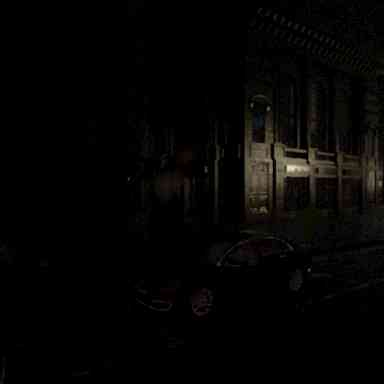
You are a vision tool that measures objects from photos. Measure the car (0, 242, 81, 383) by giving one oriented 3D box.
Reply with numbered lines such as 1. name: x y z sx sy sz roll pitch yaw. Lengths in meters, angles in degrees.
1. car: -3.793 1.564 3.948 4.313 1.339 1.947 0 0 -35

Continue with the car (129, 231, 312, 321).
1. car: 0.796 1.563 7.220 4.403 1.369 2.008 0 0 -35

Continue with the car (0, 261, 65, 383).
1. car: -2.994 1.347 1.244 4.553 1.767 2.097 0 0 -35
